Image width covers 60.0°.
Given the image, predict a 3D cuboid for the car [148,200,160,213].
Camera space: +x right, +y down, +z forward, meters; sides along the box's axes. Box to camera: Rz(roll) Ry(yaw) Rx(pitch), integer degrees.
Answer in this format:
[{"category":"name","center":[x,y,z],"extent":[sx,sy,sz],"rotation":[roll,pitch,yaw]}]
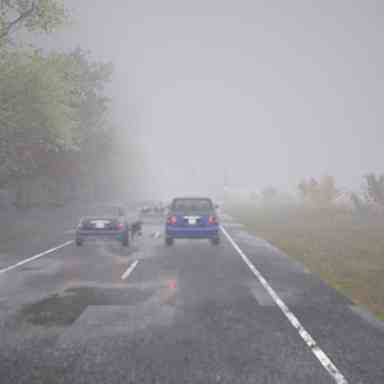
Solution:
[{"category":"car","center":[-3.432,1.415,30.990],"extent":[1.895,1.301,4.718],"rotation":[0,0,0]}]

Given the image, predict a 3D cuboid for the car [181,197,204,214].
[{"category":"car","center":[0.078,1.290,33.481],"extent":[2.128,1.511,4.902],"rotation":[0,0,0]}]

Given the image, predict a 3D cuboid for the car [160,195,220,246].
[{"category":"car","center":[0.027,1.136,14.858],"extent":[2.150,2.045,5.566],"rotation":[0,1,0]}]

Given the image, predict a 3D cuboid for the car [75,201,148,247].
[{"category":"car","center":[-3.475,1.265,14.766],"extent":[2.097,1.767,4.553],"rotation":[0,0,1]}]
